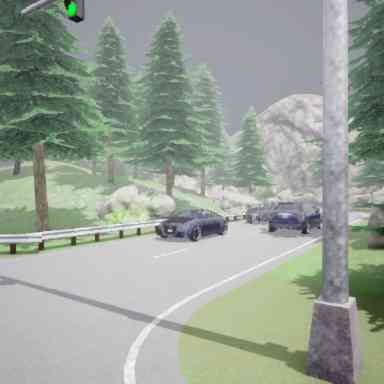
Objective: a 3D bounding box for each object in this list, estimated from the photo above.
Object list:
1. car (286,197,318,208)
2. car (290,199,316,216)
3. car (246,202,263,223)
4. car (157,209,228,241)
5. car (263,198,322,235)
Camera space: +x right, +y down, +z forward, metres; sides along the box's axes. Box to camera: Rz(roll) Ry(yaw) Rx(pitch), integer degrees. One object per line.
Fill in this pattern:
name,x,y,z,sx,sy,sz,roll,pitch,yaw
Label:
car,16.473,1.576,50.058,1.812,1.442,4.674,1,-1,-25
car,11.291,1.520,33.634,1.837,1.490,4.892,0,0,27
car,5.735,1.507,25.059,2.128,1.511,4.902,0,0,35
car,0.116,1.579,16.854,1.994,1.385,4.181,0,0,34
car,6.109,1.312,19.232,2.097,1.767,4.553,0,0,34
